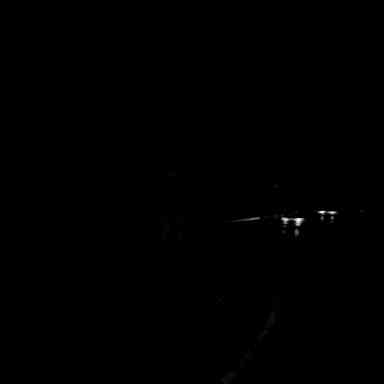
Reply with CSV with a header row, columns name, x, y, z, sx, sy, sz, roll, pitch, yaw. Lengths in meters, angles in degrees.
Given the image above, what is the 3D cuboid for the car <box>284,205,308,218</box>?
name,x,y,z,sx,sy,sz,roll,pitch,yaw
car,12.540,2.289,39.999,1.812,1.442,4.674,-1,-1,35

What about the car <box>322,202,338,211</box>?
name,x,y,z,sx,sy,sz,roll,pitch,yaw
car,22.820,2.402,54.834,1.812,1.442,4.674,-1,-1,35

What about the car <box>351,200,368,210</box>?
name,x,y,z,sx,sy,sz,roll,pitch,yaw
car,29.025,2.236,57.604,2.097,1.767,4.553,-1,-1,35
